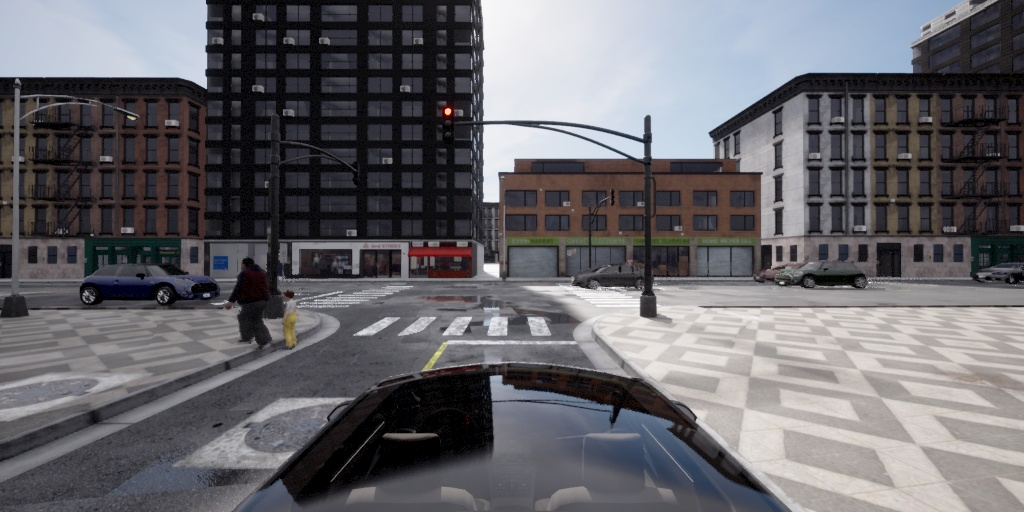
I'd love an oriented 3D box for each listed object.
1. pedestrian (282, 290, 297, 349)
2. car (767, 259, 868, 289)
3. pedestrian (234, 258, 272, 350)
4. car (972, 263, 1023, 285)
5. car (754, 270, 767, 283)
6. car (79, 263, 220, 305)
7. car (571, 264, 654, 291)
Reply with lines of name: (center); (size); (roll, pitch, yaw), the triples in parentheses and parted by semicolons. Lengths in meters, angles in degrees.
pedestrian: (-4.807, 1.326, 7.749); (0.375, 1.300, 0.375); (0, 0, 0)
car: (18.887, 1.077, 22.098); (4.553, 1.767, 2.097); (0, 0, 0)
pedestrian: (-5.076, 0.889, 7.035); (0.375, 1.860, 0.375); (0, 0, 0)
car: (35.754, 1.207, 25.388); (4.902, 1.511, 2.128); (0, 0, 0)
car: (19.713, 1.274, 25.340); (4.674, 1.442, 1.812); (0, 0, 0)
car: (-15.217, 1.088, 15.270); (4.553, 1.767, 2.097); (0, 0, 1)
car: (5.986, 1.251, 21.603); (4.892, 1.490, 1.837); (0, -1, -7)
